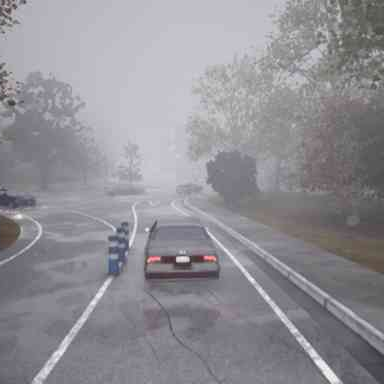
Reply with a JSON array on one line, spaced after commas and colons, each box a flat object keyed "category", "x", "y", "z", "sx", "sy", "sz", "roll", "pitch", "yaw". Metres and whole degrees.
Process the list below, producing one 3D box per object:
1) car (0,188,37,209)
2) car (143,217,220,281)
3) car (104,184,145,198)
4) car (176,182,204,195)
[{"category": "car", "x": -14.947, "y": 0.479, "z": 27.545, "sx": 5.008, "sy": 1.535, "sz": 1.882, "roll": 3, "pitch": 4, "yaw": 31}, {"category": "car", "x": -0.404, "y": 1.430, "z": 9.637, "sx": 2.033, "sy": 1.411, "sz": 5.357, "roll": 0, "pitch": 2, "yaw": -5}, {"category": "car", "x": -7.601, "y": -0.192, "z": 37.595, "sx": 4.674, "sy": 1.442, "sz": 1.812, "roll": -3, "pitch": 5, "yaw": -35}, {"category": "car", "x": -0.143, "y": -0.471, "z": 41.031, "sx": 2.128, "sy": 1.511, "sz": 4.902, "roll": 2, "pitch": 5, "yaw": 27}]
